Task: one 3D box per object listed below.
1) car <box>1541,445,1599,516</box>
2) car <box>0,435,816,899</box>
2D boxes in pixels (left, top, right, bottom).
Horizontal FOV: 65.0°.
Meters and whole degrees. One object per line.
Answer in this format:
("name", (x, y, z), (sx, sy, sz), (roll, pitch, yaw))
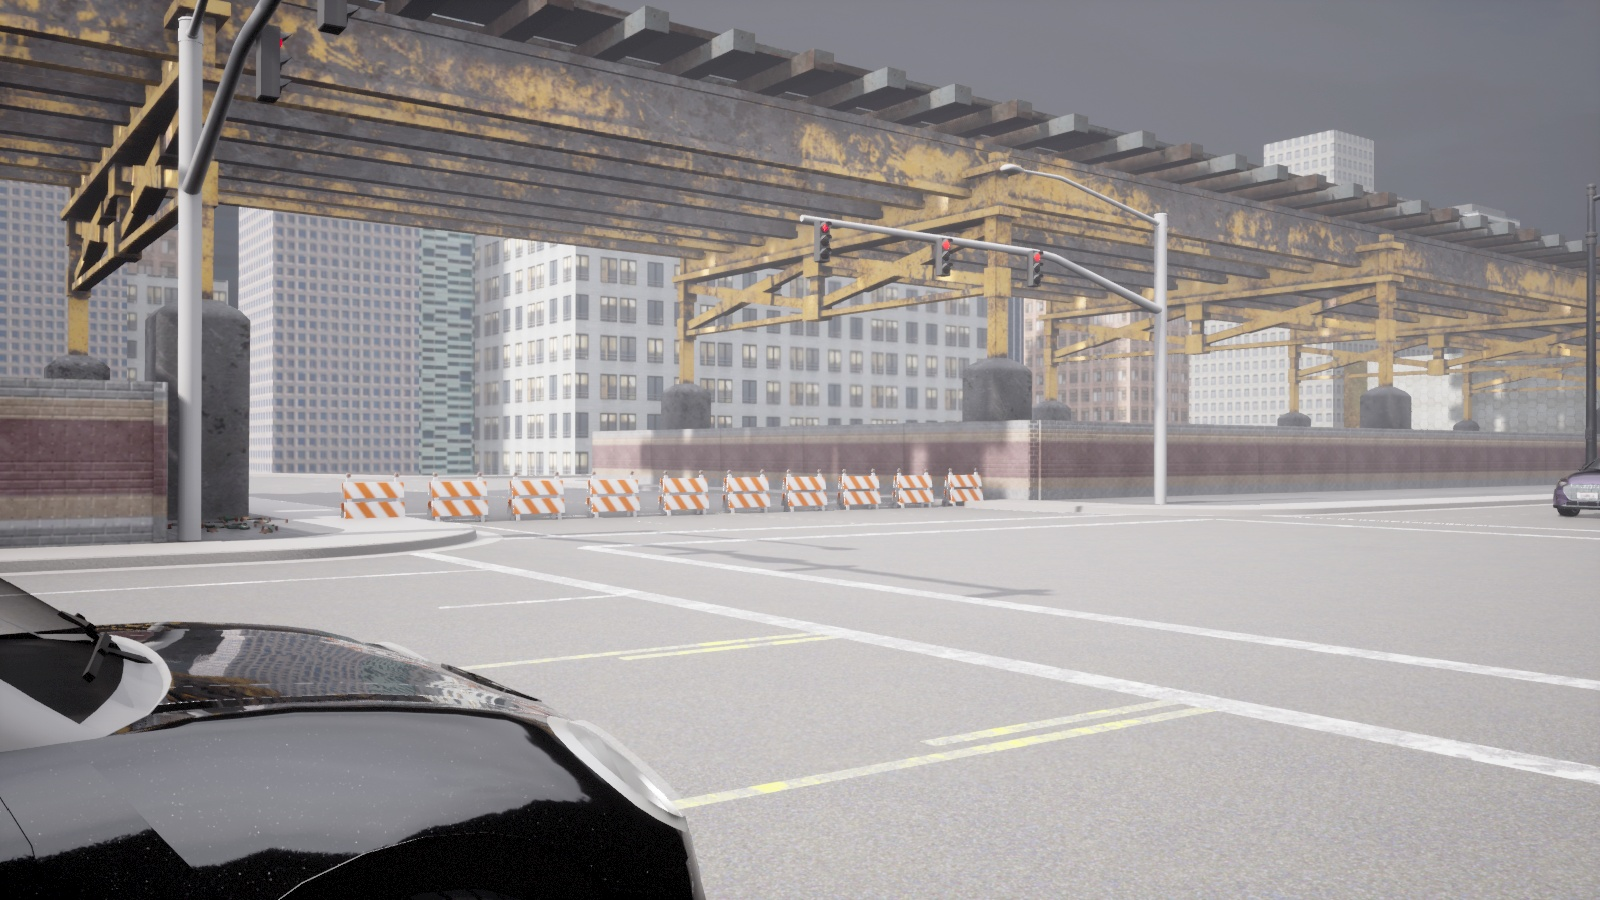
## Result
("car", (20.333, 0.707, 30.642), (4.856, 1.649, 2.033), (0, 0, -35))
("car", (-2.093, 0.720, 2.202), (3.806, 1.475, 1.970), (0, 0, -35))
